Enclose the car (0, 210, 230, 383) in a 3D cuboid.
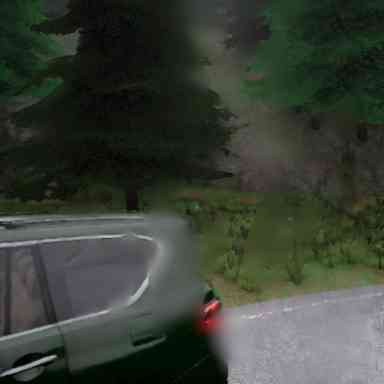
[{"bbox_3d":[-2.315,1.233,2.141,5.566,2.045,2.150,-1,0,-33],"label":"car"}]
